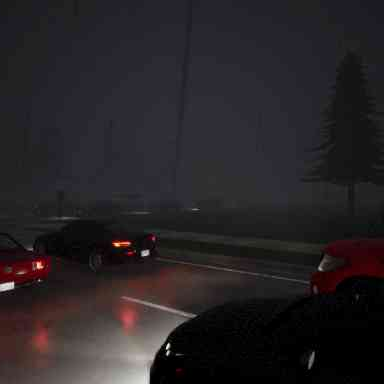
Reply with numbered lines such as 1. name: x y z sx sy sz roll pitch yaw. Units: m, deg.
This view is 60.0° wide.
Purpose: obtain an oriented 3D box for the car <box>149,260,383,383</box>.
1. car: 1.629 1.564 2.819 4.181 1.385 1.994 0 0 36

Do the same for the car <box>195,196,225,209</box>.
1. car: 2.576 1.547 46.337 2.033 1.411 5.357 0 0 37

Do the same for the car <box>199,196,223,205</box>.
1. car: 3.385 1.477 59.128 1.882 1.535 5.008 0 0 37

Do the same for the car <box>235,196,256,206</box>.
1. car: 8.806 1.477 54.690 1.882 1.535 5.008 0 0 37

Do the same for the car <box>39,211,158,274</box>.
1. car: -3.150 1.526 10.568 4.674 1.442 1.812 0 0 36

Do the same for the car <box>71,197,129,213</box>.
1. car: -8.547 1.526 31.313 1.812 1.442 4.674 0 0 36

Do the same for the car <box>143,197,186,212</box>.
1. car: -3.125 1.526 38.632 1.812 1.442 4.674 0 0 37

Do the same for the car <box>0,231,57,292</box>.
1. car: -5.484 1.601 7.939 4.718 1.301 1.895 0 0 36

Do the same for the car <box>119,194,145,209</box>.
1. car: -8.351 1.221 43.366 2.150 2.045 5.566 0 0 37

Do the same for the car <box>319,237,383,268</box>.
1. car: 4.722 1.221 4.898 5.566 2.045 2.150 0 0 36

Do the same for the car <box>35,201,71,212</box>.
1. car: -14.171 1.601 35.513 1.895 1.301 4.718 0 0 37
